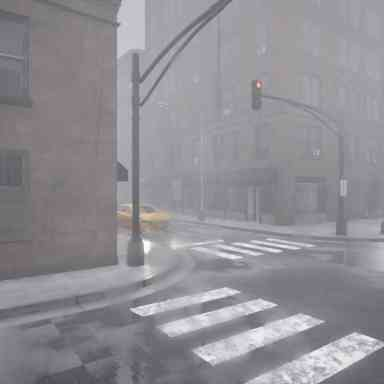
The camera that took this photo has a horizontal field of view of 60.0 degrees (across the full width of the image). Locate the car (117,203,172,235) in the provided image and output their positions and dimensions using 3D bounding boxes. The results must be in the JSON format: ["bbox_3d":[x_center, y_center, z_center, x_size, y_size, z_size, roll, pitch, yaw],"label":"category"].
[{"bbox_3d":[-2.939,1.382,18.388,1.882,1.535,5.008,0,0,-34],"label":"car"}]
